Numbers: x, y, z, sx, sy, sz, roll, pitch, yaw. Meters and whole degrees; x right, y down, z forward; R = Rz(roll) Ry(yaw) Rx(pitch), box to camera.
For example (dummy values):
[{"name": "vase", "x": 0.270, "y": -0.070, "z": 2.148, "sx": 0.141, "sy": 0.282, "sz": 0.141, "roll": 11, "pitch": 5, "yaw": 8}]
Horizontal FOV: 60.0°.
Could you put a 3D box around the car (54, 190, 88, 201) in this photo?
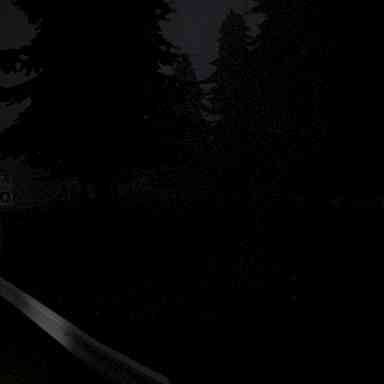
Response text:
[{"name": "car", "x": -13.548, "y": 0.716, "z": 38.359, "sx": 2.033, "sy": 1.411, "sz": 5.357, "roll": -4, "pitch": 2, "yaw": 9}]

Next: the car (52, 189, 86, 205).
[{"name": "car", "x": -16.141, "y": 0.563, "z": 43.768, "sx": 2.097, "sy": 1.767, "sz": 4.553, "roll": -4, "pitch": 2, "yaw": 9}]
